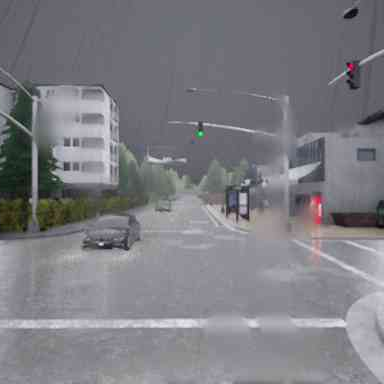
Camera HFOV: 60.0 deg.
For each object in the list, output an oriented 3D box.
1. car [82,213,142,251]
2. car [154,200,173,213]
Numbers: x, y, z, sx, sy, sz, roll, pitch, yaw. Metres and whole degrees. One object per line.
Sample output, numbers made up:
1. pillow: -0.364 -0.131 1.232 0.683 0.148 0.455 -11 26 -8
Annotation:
1. car: -3.478 1.772 15.188 1.837 1.490 4.892 0 -1 0
2. car: -3.439 1.762 40.815 1.837 1.490 4.892 0 2 0
